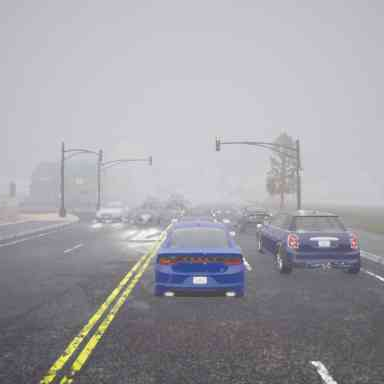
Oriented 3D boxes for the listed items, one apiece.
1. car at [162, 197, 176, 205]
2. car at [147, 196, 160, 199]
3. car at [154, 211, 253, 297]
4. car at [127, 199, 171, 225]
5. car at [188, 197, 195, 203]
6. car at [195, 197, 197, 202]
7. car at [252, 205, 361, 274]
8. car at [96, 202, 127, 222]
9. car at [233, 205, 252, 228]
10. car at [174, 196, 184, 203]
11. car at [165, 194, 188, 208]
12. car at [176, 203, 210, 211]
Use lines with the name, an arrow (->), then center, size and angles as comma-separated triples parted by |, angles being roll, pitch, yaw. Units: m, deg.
car -> -4.285, 1.664, 63.178 | 2.033, 1.411, 5.357 | 0, 0, 4
car -> -5.391, 1.422, 45.509 | 2.097, 1.767, 4.553 | 0, 0, 3
car -> 0.167, 1.483, 8.628 | 1.882, 1.535, 5.008 | 0, 0, 0
car -> -2.979, 1.516, 24.234 | 2.128, 1.511, 4.902 | 0, 0, 2
car -> -1.018, 1.713, 63.316 | 1.895, 1.301, 4.718 | 0, 0, 4
car -> 0.192, 1.750, 78.119 | 1.895, 1.301, 4.718 | 0, 0, 5
car -> 3.448, 1.358, 10.722 | 2.097, 1.767, 4.553 | 0, 0, 1
car -> -6.165, 1.555, 26.515 | 1.812, 1.442, 4.674 | 0, 0, 2
car -> 3.613, 1.520, 19.873 | 1.837, 1.490, 4.892 | 0, 0, 1
car -> -3.062, 1.661, 78.217 | 1.837, 1.490, 4.892 | 0, 0, 5
car -> -2.114, 1.291, 46.119 | 2.150, 2.045, 5.566 | 0, 0, 3
car -> 0.322, 1.563, 18.441 | 2.033, 1.411, 5.357 | 0, 0, 1
